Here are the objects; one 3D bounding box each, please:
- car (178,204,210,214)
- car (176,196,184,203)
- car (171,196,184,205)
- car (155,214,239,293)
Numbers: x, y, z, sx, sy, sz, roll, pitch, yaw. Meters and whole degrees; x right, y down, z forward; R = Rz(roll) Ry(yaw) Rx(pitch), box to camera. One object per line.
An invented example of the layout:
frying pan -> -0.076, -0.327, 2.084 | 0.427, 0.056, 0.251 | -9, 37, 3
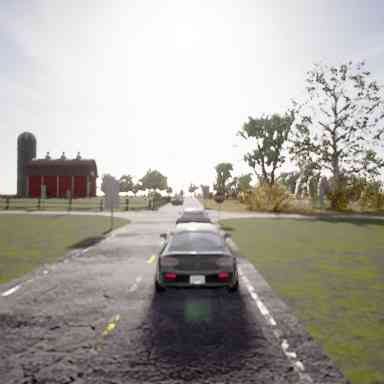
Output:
car -> 0.097, 1.609, 19.464 | 1.994, 1.385, 4.181 | 0, 0, 0
car -> -2.745, 1.733, 77.214 | 1.837, 1.490, 4.892 | 0, 0, 0
car -> -2.794, 1.527, 62.192 | 2.097, 1.767, 4.553 | 0, 0, 0
car -> 0.100, 1.545, 8.790 | 1.812, 1.442, 4.674 | 0, 0, 0
